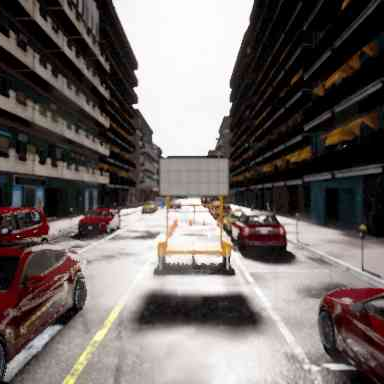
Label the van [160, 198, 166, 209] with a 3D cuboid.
[{"bbox_3d":[-5.332,1.830,54.399,1.690,1.788,3.998,0,-1,0],"label":"van"}]

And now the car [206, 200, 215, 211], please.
[{"bbox_3d":[2.935,1.868,37.337,1.887,1.381,4.507,0,-1,0],"label":"car"}]

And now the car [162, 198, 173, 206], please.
[{"bbox_3d":[-5.218,2.112,71.382,1.967,1.590,4.097,0,-1,0],"label":"car"}]

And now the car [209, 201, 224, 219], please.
[{"bbox_3d":[2.898,1.817,31.672,1.887,1.381,4.507,0,-1,0],"label":"car"}]

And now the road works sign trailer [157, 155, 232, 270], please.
[{"bbox_3d":[0.073,0.556,11.340,2.380,3.560,2.880,0,0,0],"label":"road works sign trailer"}]

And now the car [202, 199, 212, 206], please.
[{"bbox_3d":[3.163,2.224,71.301,2.008,1.369,4.403,0,-1,0],"label":"car"}]

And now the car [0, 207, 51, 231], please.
[{"bbox_3d":[-5.635,1.387,9.106,2.192,1.841,5.009,0,0,0],"label":"car"}]

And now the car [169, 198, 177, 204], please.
[{"bbox_3d":[-5.105,2.389,88.196,1.752,1.417,4.829,0,-1,0],"label":"car"}]

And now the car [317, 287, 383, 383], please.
[{"bbox_3d":[2.708,1.608,3.367,1.802,1.307,4.206,0,0,0],"label":"car"}]

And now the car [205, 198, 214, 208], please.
[{"bbox_3d":[2.974,1.903,43.165,1.752,1.417,4.829,0,-1,0],"label":"car"}]

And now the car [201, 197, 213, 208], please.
[{"bbox_3d":[3.086,1.865,59.980,2.192,1.841,5.009,0,-1,0],"label":"car"}]

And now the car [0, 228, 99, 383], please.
[{"bbox_3d":[-3.069,1.565,5.174,1.812,1.442,4.674,0,0,0],"label":"car"}]

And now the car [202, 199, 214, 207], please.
[{"bbox_3d":[3.124,2.162,65.640,2.008,1.369,4.403,0,-1,0],"label":"car"}]

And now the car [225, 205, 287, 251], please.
[{"bbox_3d":[2.784,1.561,14.687,1.967,1.590,4.097,0,-1,0],"label":"car"}]

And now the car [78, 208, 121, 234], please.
[{"bbox_3d":[-5.558,1.715,20.427,1.887,1.381,4.507,0,-1,0],"label":"car"}]

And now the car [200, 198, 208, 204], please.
[{"bbox_3d":[3.276,2.306,88.286,1.967,1.590,4.097,0,-1,0],"label":"car"}]

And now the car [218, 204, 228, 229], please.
[{"bbox_3d":[2.823,1.698,20.518,1.752,1.417,4.829,0,-1,0],"label":"car"}]

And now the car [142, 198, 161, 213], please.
[{"bbox_3d":[-5.408,1.899,42.904,1.752,1.417,4.829,0,-1,0],"label":"car"}]

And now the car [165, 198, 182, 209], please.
[{"bbox_3d":[-2.650,1.981,54.270,2.128,1.511,4.902,0,-1,1],"label":"car"}]
